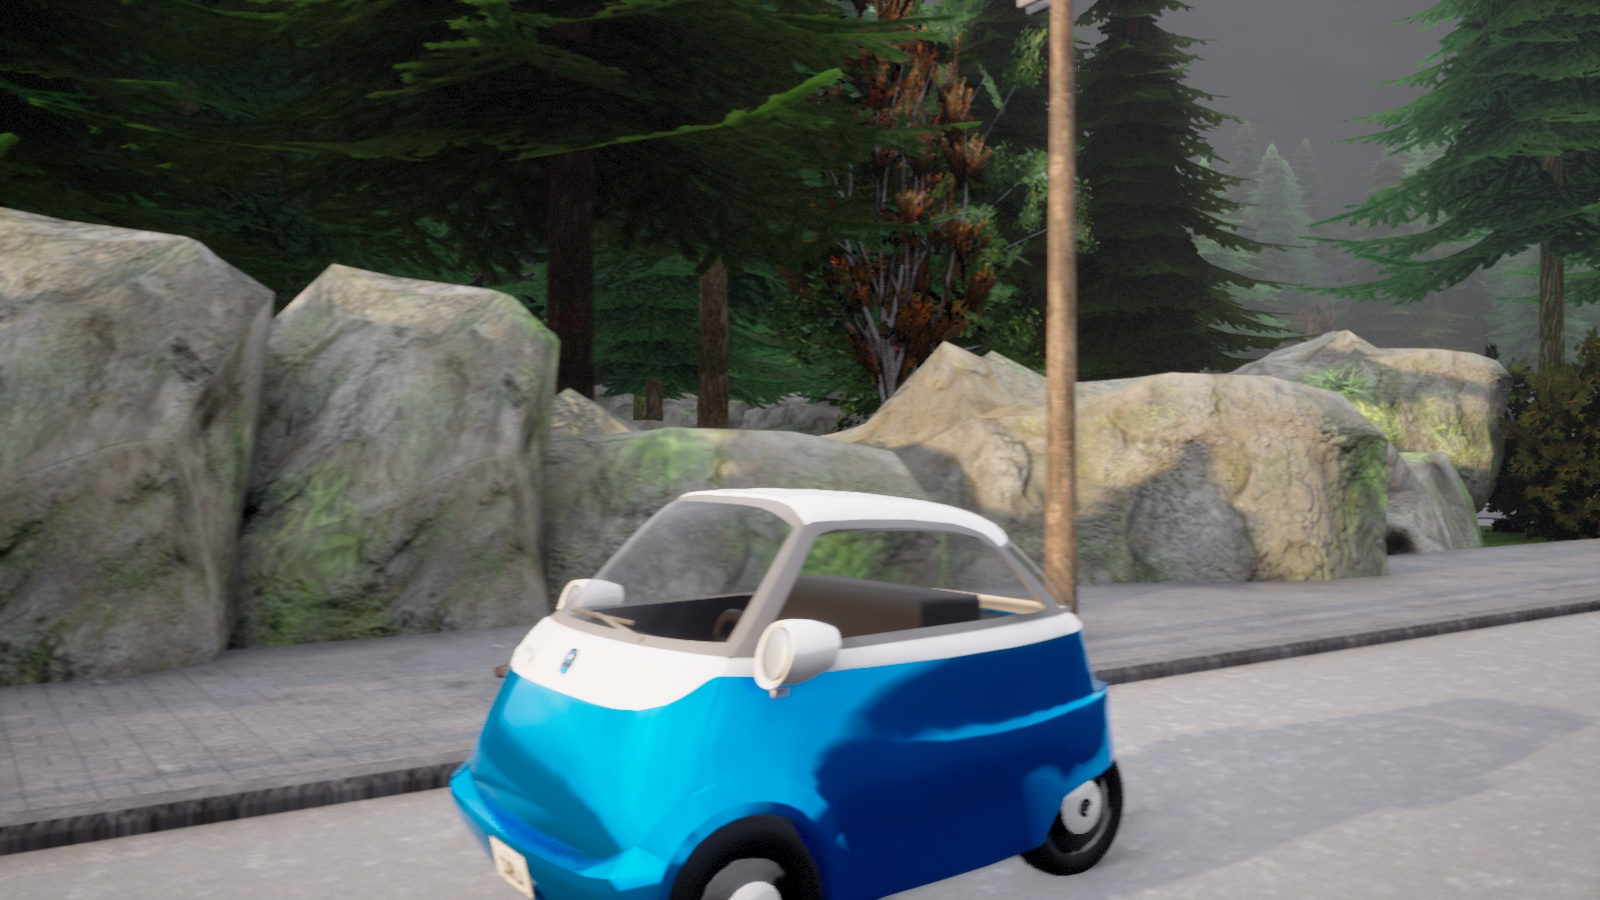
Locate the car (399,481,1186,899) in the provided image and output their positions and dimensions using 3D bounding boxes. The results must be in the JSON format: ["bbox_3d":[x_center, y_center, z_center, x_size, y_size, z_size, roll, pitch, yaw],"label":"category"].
[{"bbox_3d":[-0.016,0.809,4.257,2.207,1.376,1.481,1,-1,-35],"label":"car"}]
